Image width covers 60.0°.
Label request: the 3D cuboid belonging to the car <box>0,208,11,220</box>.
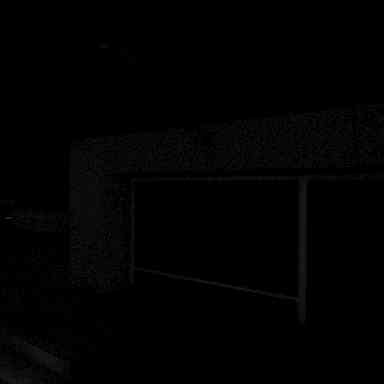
[{"bbox_3d":[-15.113,1.277,22.259,2.033,1.411,5.357,1,0,39],"label":"car"}]
